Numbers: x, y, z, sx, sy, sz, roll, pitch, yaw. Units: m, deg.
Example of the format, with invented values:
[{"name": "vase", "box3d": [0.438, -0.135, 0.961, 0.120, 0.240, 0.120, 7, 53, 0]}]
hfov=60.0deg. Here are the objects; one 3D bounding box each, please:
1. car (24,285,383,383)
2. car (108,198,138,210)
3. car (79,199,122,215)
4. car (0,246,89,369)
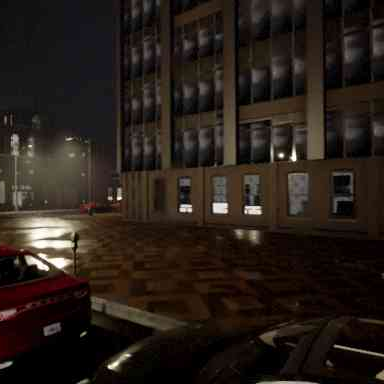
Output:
[{"name": "car", "box3d": [1.099, 1.551, 2.096, 4.403, 1.369, 2.008, 0, 0, 36]}, {"name": "car", "box3d": [-10.298, 1.743, 49.724, 1.967, 1.590, 4.097, -1, -1, 36]}, {"name": "car", "box3d": [-10.090, 1.761, 35.818, 1.802, 1.307, 4.206, -1, -1, 36]}, {"name": "car", "box3d": [-3.534, 1.561, 5.401, 4.507, 1.381, 1.887, 0, 0, 36]}]
